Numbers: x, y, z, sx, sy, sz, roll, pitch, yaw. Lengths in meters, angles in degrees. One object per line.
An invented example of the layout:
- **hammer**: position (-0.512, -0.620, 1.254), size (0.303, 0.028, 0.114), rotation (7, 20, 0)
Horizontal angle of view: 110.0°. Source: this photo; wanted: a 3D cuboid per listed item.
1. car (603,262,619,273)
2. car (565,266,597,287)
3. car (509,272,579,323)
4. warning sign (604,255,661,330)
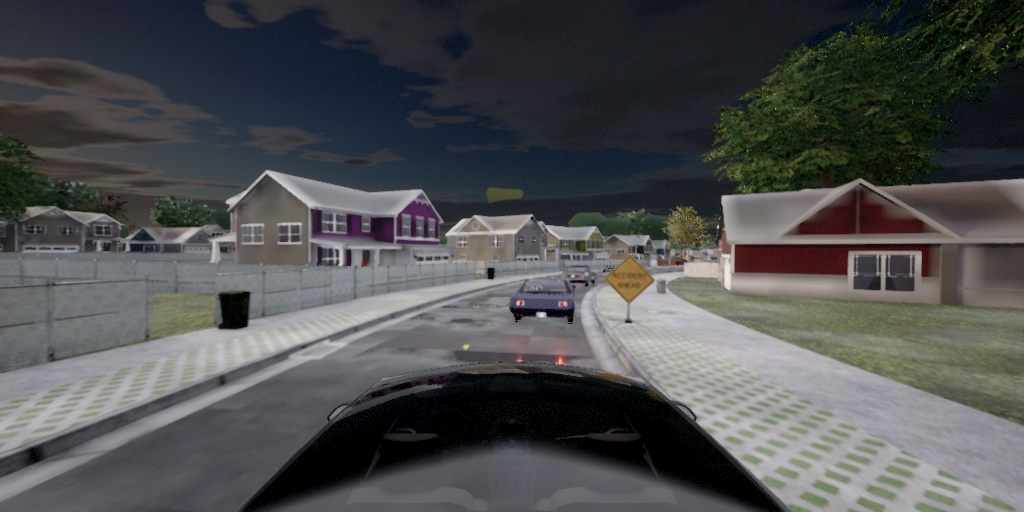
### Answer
- **car**: position (13.457, 1.529, 46.813), size (1.994, 1.385, 4.181), rotation (1, 0, 38)
- **car**: position (4.934, 1.400, 26.001), size (2.033, 1.411, 5.357), rotation (0, 0, 21)
- **car**: position (1.234, 1.387, 12.350), size (1.895, 1.301, 4.718), rotation (0, 0, 10)
- **warning sign**: position (3.079, 0.900, 9.522), size (1.300, 1.860, 1.060), rotation (0, 0, 8)
